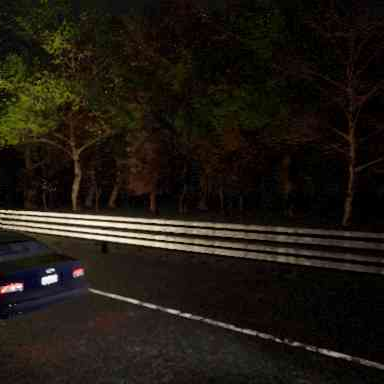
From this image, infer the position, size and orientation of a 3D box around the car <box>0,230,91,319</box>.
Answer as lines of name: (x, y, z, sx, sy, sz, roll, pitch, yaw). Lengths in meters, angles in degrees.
car: (-4.511, 1.566, 7.191, 5.357, 1.411, 2.033, 0, 0, 35)
